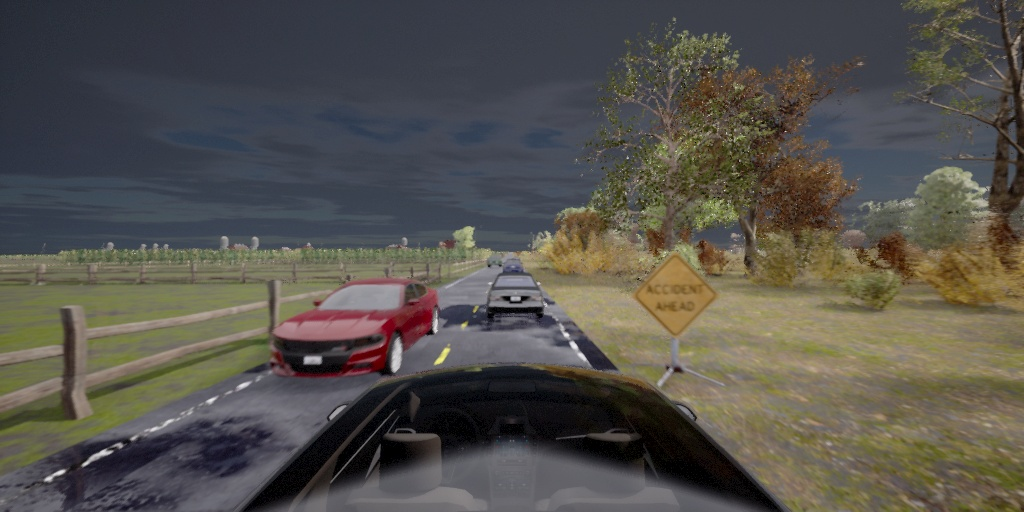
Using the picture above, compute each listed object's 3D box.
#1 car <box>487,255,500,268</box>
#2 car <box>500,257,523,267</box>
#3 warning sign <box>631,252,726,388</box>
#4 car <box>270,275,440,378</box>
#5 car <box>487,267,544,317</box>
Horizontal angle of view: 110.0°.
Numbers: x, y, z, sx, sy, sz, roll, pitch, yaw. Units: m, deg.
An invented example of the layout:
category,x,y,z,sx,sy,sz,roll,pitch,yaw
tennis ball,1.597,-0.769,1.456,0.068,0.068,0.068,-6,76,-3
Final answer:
category,x,y,z,sx,sy,sz,roll,pitch,yaw
car,-2.782,0.873,57.940,2.150,2.045,5.566,0,0,1
car,0.103,1.061,37.261,2.097,1.767,4.553,0,0,0
warning sign,2.449,0.865,5.404,1.300,1.860,1.060,0,0,0
car,-2.847,1.224,7.624,1.882,1.535,5.008,0,0,0
car,0.095,1.291,13.004,2.033,1.411,5.357,0,0,0
